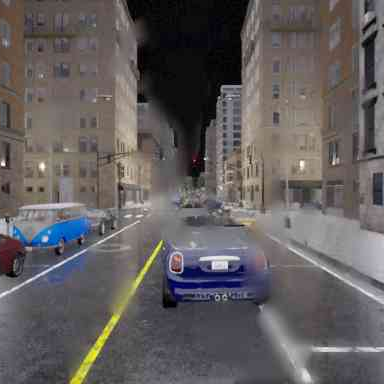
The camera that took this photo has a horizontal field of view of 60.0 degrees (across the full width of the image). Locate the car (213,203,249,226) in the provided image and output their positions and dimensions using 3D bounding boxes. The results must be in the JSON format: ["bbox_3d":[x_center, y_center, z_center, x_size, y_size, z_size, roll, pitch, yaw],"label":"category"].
[{"bbox_3d":[2.674,1.550,23.794,2.008,1.369,4.403,0,0,0],"label":"car"}]

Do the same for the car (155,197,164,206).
[{"bbox_3d":[-5.303,1.523,56.193,1.752,1.417,4.829,0,0,0],"label":"car"}]

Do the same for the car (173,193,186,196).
[{"bbox_3d":[-2.730,1.218,60.530,2.150,2.045,5.566,0,0,1],"label":"car"}]

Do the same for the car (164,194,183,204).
[{"bbox_3d":[-2.766,1.476,50.542,1.882,1.535,5.008,0,0,0],"label":"car"}]

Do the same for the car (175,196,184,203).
[{"bbox_3d":[-2.643,1.519,70.636,1.812,1.442,4.674,0,0,0],"label":"car"}]

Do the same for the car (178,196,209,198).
[{"bbox_3d":[1.253,1.511,36.007,4.674,1.442,1.812,0,0,-28],"label":"car"}]

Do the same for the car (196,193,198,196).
[{"bbox_3d":[2.766,1.305,84.761,2.192,1.841,5.009,0,0,0],"label":"car"}]

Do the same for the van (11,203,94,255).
[{"bbox_3d":[-5.373,1.340,12.993,1.690,1.788,3.998,0,0,0],"label":"van"}]

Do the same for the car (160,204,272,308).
[{"bbox_3d":[0.318,1.351,8.162,2.097,1.767,4.553,0,0,-5],"label":"car"}]

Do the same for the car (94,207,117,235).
[{"bbox_3d":[-5.363,1.550,18.399,2.008,1.369,4.403,0,0,0],"label":"car"}]

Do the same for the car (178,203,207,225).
[{"bbox_3d":[0.056,1.563,25.135,1.994,1.385,4.181,0,0,0],"label":"car"}]

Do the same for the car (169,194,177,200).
[{"bbox_3d":[-5.250,1.429,90.450,1.967,1.590,4.097,0,0,0],"label":"car"}]

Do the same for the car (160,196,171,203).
[{"bbox_3d":[-5.285,1.561,67.725,1.947,1.339,4.313,0,0,0],"label":"car"}]

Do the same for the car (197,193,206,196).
[{"bbox_3d":[2.749,1.434,73.397,1.967,1.590,4.097,0,0,0],"label":"car"}]

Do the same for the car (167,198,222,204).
[{"bbox_3d":[0.101,1.351,15.474,2.097,1.767,4.553,0,0,0],"label":"car"}]

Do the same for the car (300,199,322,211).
[{"bbox_3d":[14.659,1.472,38.416,4.181,1.385,1.994,0,0,0],"label":"car"}]

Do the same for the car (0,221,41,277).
[{"bbox_3d":[-5.382,1.582,7.587,1.802,1.307,4.206,0,0,0],"label":"car"}]

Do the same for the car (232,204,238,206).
[{"bbox_3d":[2.671,1.524,18.558,1.752,1.417,4.829,0,0,0],"label":"car"}]

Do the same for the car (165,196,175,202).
[{"bbox_3d":[-5.268,1.543,79.088,2.008,1.369,4.403,0,0,0],"label":"car"}]
